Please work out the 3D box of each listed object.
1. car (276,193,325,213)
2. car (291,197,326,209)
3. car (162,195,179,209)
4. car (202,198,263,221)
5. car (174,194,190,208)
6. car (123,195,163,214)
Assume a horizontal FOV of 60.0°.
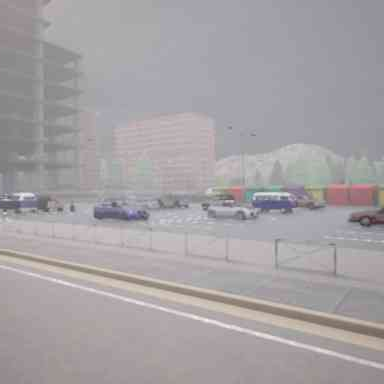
[{"bbox_3d":[12.920,1.176,39.611,4.605,1.855,1.932,0,0,36],"label":"car"},{"bbox_3d":[14.661,1.386,41.926,3.905,1.438,1.784,0,0,36],"label":"car"},{"bbox_3d":[-4.076,1.417,41.675,3.905,1.438,1.784,0,0,36],"label":"car"},{"bbox_3d":[3.140,1.419,25.831,3.806,1.475,1.970,0,0,36],"label":"car"},{"bbox_3d":[-2.553,1.207,43.884,4.605,1.855,1.932,0,0,36],"label":"car"},{"bbox_3d":[-5.765,1.449,39.324,3.806,1.475,1.970,0,0,36],"label":"car"}]
